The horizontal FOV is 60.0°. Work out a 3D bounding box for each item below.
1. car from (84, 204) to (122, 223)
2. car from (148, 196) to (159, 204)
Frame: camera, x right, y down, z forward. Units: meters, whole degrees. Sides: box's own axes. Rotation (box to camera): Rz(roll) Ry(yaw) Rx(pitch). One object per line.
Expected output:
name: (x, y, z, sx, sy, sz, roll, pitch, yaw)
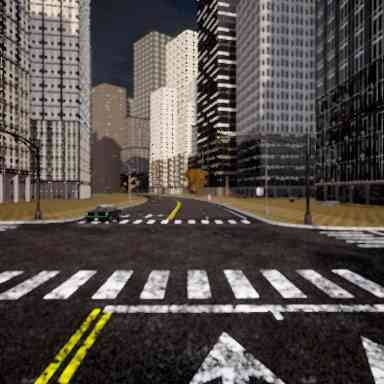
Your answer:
car: (-6.759, 1.637, 25.657, 1.895, 1.301, 4.718, 0, 0, -1)
car: (-7.319, 1.473, 64.147, 1.994, 1.385, 4.181, 0, 0, -3)
